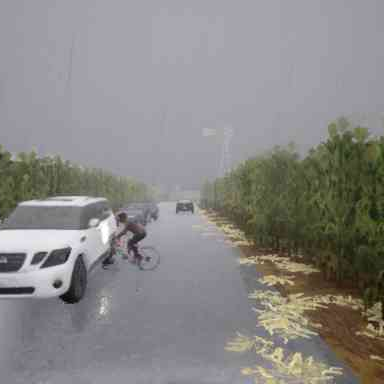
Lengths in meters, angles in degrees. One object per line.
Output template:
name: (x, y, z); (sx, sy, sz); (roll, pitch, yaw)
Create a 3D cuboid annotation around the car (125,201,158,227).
car: (-3.668, 1.371, 21.467); (2.128, 1.511, 4.902); (0, -1, -1)

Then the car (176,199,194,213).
car: (-0.775, 1.538, 37.094); (1.882, 1.535, 5.008); (0, -1, -1)

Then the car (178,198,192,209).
car: (-1.060, 1.649, 48.496); (1.994, 1.385, 4.181); (0, 0, -1)

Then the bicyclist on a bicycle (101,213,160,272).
bicyclist on a bicycle: (-1.718, 1.393, 9.129); (1.656, 1.620, 0.582); (-2, 1, -1)

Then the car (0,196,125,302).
car: (-3.368, 1.167, 8.447); (2.150, 2.045, 5.566); (0, 1, -1)
